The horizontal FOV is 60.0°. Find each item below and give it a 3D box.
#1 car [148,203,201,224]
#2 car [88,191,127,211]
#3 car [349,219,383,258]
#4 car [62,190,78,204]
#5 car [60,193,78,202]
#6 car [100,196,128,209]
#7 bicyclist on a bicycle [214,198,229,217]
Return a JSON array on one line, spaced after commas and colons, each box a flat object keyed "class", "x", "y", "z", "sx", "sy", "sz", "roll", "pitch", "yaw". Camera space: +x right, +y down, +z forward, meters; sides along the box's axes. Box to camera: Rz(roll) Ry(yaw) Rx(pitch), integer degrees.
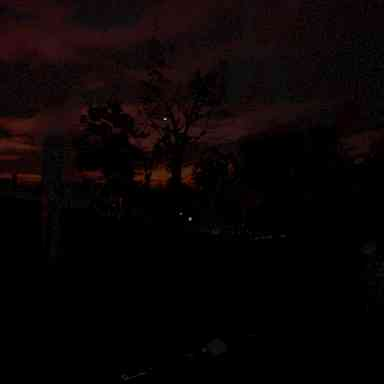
[{"class": "car", "x": -1.366, "y": 1.493, "z": 24.213, "sx": 1.895, "sy": 1.301, "sz": 4.718, "roll": 0, "pitch": 0, "yaw": -35}, {"class": "car", "x": -9.435, "y": 0.933, "z": 35.843, "sx": 2.150, "sy": 2.045, "sz": 5.566, "roll": 0, "pitch": 1, "yaw": -35}, {"class": "car", "x": 7.831, "y": 1.567, "z": 10.983, "sx": 1.882, "sy": 1.535, "sz": 5.008, "roll": 0, "pitch": 0, "yaw": -35}, {"class": "car", "x": -18.712, "y": 0.718, "z": 49.344, "sx": 2.150, "sy": 2.045, "sz": 5.566, "roll": 0, "pitch": 0, "yaw": -35}, {"class": "car", "x": -21.675, "y": 0.928, "z": 58.593, "sx": 1.812, "sy": 1.442, "sz": 4.674, "roll": 0, "pitch": 0, "yaw": -35}, {"class": "car", "x": -9.748, "y": 1.234, "z": 41.441, "sx": 1.994, "sy": 1.385, "sz": 4.181, "roll": 0, "pitch": 0, "yaw": -35}, {"class": "bicyclist on a bicycle", "x": 2.602, "y": 1.364, "z": 28.984, "sx": 1.656, "sy": 1.620, "sz": 0.582, "roll": 0, "pitch": 0, "yaw": -35}]
